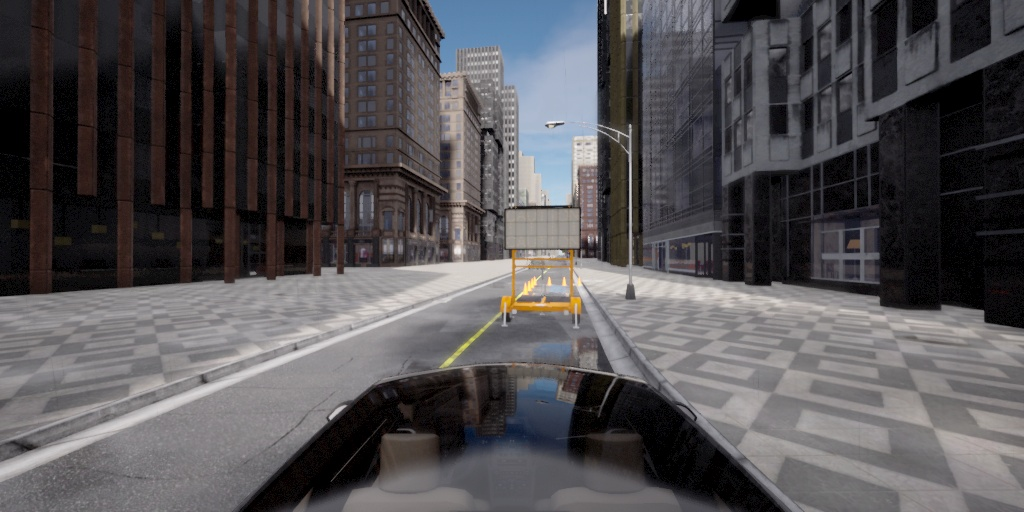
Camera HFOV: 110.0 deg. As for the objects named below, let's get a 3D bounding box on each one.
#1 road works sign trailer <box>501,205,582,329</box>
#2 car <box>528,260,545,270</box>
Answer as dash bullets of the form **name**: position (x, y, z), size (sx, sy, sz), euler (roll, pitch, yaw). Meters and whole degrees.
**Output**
- **road works sign trailer**: position (0.976, 0.210, 11.411), size (2.380, 3.560, 2.880), euler (0, 0, 8)
- **car**: position (3.400, 1.018, 49.710), size (2.097, 1.767, 4.553), euler (0, 0, 8)
